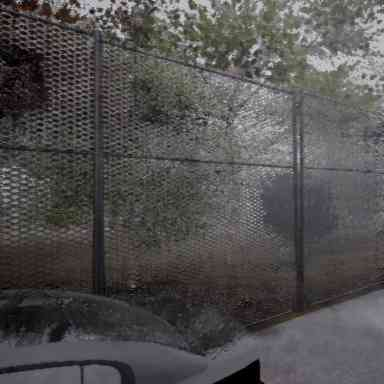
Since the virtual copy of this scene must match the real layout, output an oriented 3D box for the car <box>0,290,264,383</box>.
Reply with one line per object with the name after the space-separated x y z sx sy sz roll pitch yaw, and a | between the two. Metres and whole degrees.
-1.771 1.477 1.810 5.008 1.535 1.882 0 0 -35 | car
